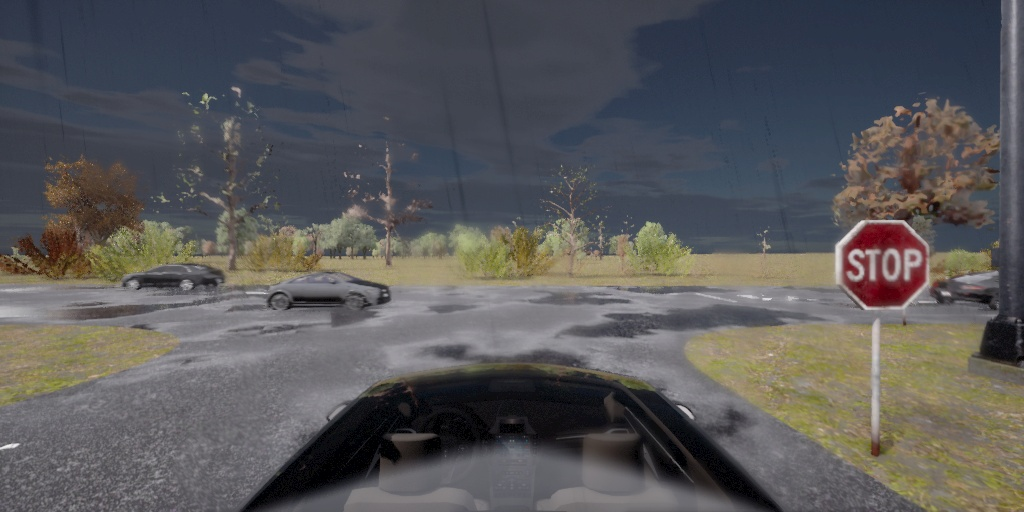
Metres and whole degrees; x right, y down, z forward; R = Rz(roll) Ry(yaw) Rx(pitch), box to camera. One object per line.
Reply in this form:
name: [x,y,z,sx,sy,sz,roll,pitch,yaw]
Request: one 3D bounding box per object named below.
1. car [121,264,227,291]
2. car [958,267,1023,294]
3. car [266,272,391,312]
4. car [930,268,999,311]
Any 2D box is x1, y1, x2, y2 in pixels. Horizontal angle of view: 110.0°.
car: [-19.047,1.186,20.300,4.892,1.490,1.837,0,0,-2]
car: [30.409,1.428,21.627,4.892,1.490,1.837,0,0,-2]
car: [-6.825,1.305,13.634,4.181,1.385,1.994,0,0,-1]
car: [19.564,1.357,14.305,4.674,1.442,1.812,0,0,-2]
